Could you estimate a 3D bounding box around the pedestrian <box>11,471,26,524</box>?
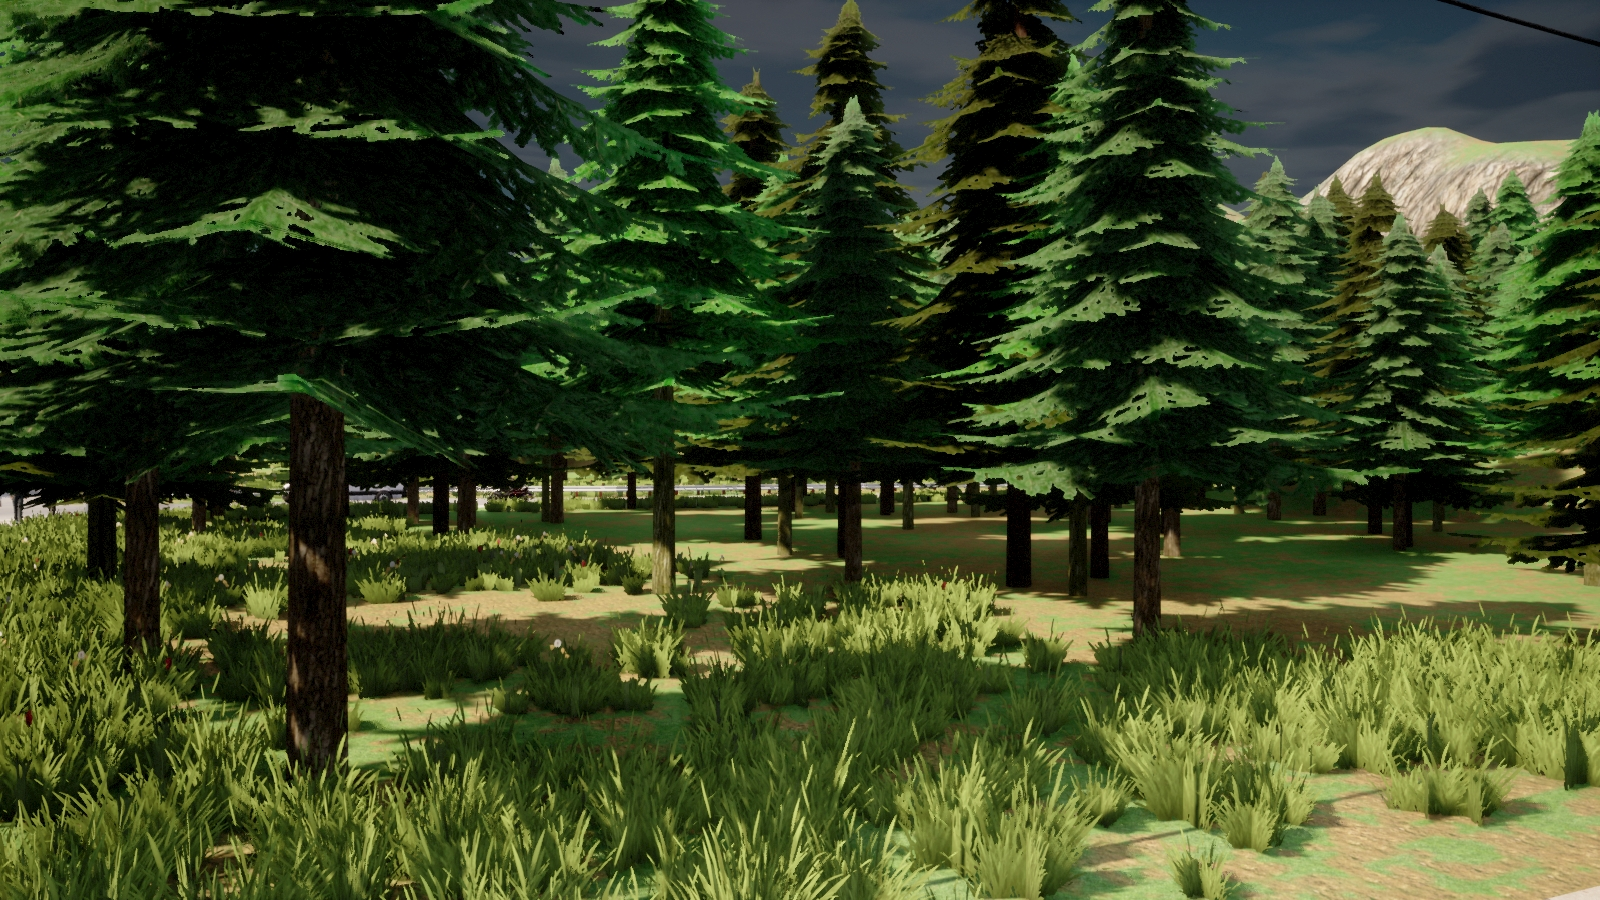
[{"bbox_3d":[-28.028,1.694,40.984,0.375,1.860,0.375,0,0,-44],"label":"pedestrian"}]
